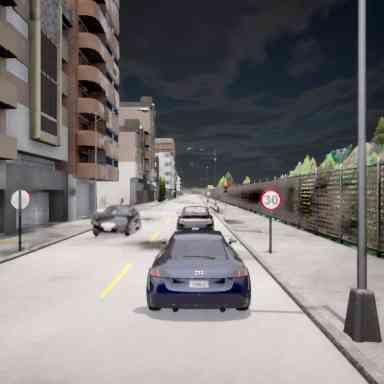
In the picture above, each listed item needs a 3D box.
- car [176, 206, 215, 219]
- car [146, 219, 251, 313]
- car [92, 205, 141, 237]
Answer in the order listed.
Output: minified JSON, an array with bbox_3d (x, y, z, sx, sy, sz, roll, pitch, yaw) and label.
[{"bbox_3d":[0.184,1.491,17.690,2.128,1.511,4.902,0,0,1],"label":"car"},{"bbox_3d":[0.130,1.564,7.775,1.994,1.385,4.181,0,0,0],"label":"car"},{"bbox_3d":[-3.987,1.491,18.271,2.128,1.511,4.902,0,0,1],"label":"car"}]
